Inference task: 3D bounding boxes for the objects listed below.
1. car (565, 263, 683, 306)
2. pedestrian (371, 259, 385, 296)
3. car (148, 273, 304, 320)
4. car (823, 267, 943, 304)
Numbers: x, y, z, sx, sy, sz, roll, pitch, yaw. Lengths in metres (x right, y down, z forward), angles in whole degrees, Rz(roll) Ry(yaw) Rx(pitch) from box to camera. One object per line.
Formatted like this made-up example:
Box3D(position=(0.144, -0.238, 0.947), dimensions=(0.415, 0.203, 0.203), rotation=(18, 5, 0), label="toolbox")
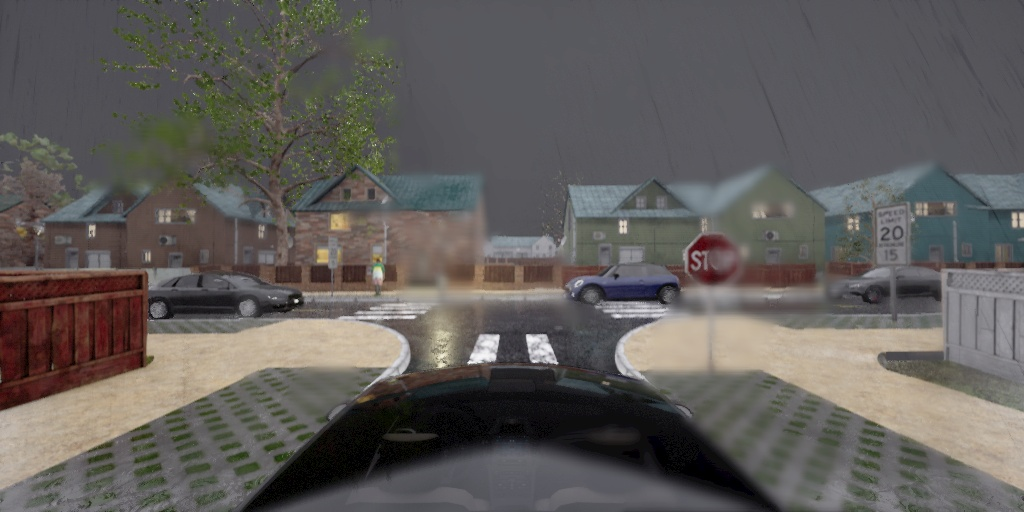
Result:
Box3D(position=(4.536, 1.092, 15.002), dimensions=(4.553, 1.767, 2.097), rotation=(-1, -1, 1), label="car")
Box3D(position=(-6.746, 1.050, 18.039), dimensions=(0.375, 1.860, 0.375), rotation=(0, -1, 1), label="pedestrian")
Box3D(position=(-9.749, 1.319, 12.206), dimensions=(4.892, 1.490, 1.837), rotation=(-1, -1, 1), label="car")
Box3D(position=(15.723, 1.171, 14.876), dimensions=(4.674, 1.442, 1.812), rotation=(0, -1, 1), label="car")
